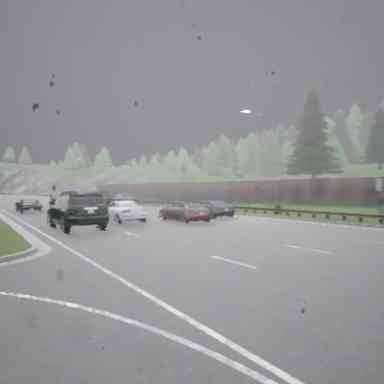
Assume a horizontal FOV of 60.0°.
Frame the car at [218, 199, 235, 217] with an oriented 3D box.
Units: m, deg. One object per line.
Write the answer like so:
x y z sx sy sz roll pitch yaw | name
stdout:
1.383 1.228 25.673 1.994 1.385 4.181 -1 1 -34 | car

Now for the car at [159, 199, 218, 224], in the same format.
-0.525 1.287 22.235 1.994 1.385 4.181 -1 1 -34 | car

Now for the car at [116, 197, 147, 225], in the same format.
-4.582 1.288 22.000 1.812 1.442 4.674 -1 1 -34 | car

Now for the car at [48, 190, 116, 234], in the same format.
-6.417 1.044 18.445 2.150 2.045 5.566 -1 1 -34 | car

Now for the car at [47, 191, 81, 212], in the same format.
-13.866 0.894 35.845 2.150 2.045 5.566 -1 1 -34 | car

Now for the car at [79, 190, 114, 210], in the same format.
-10.945 0.844 37.775 2.150 2.045 5.566 -1 1 -34 | car

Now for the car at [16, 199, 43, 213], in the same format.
-16.390 1.327 33.337 1.895 1.301 4.718 -1 1 -34 | car

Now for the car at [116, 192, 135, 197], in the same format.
-8.352 0.922 40.195 2.097 1.767 4.553 -1 1 -34 | car
